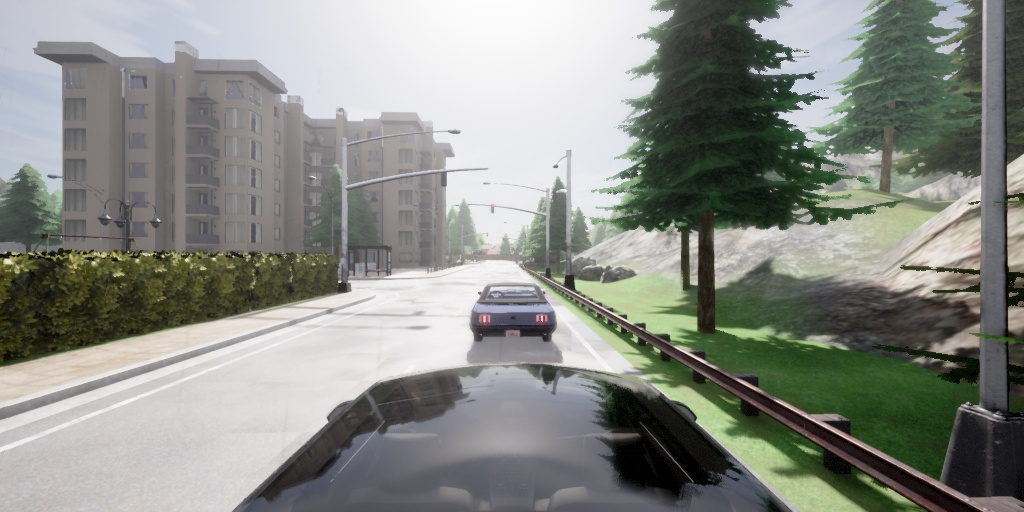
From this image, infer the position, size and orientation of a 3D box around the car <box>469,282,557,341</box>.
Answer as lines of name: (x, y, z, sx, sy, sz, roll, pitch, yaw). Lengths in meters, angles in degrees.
car: (-0.004, 1.351, 9.782, 1.895, 1.301, 4.718, 0, 0, -1)
